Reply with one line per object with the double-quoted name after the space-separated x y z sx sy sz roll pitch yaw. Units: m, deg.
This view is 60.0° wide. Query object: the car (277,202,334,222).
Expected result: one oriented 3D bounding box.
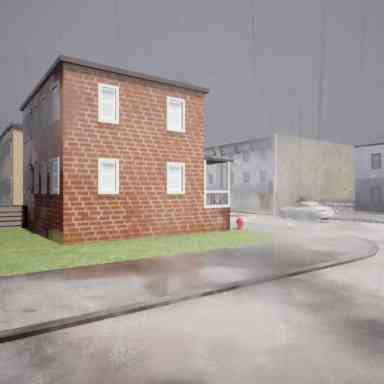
9.016 1.526 26.620 1.812 1.442 4.674 0 0 -34 "car"
